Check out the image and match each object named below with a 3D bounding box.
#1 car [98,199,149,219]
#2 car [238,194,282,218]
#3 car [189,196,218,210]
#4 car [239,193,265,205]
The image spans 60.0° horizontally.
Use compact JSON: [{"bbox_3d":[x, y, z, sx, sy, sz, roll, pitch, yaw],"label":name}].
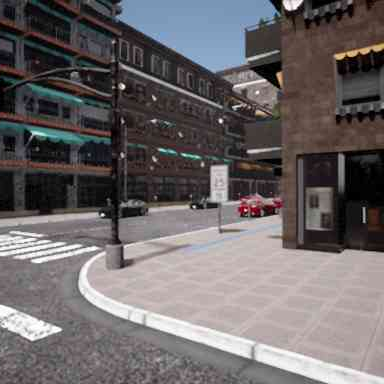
[{"bbox_3d":[-5.166,1.254,25.683,1.947,1.339,4.313,1,1,35],"label":"car"},{"bbox_3d":[5.089,1.112,25.324,1.887,1.381,4.507,1,1,35],"label":"car"},{"bbox_3d":[1.471,1.071,34.861,1.947,1.339,4.313,1,1,35],"label":"car"},{"bbox_3d":[8.001,0.906,44.106,1.802,1.307,4.206,1,1,35],"label":"car"}]
